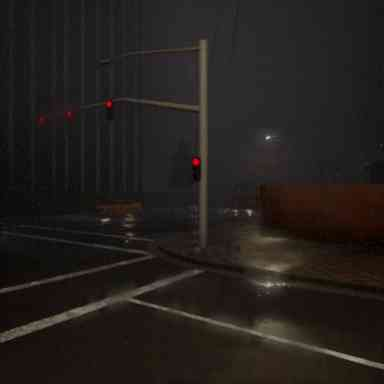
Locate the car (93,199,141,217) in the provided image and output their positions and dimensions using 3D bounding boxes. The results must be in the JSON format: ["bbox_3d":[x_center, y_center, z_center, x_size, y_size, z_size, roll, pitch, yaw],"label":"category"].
[{"bbox_3d":[-6.951,1.448,31.218,1.882,1.535,5.008,0,0,35],"label":"car"}]

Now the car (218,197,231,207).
[{"bbox_3d":[5.659,1.456,48.977,2.128,1.511,4.902,0,0,35],"label":"car"}]

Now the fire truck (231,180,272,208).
[{"bbox_3d":[9.355,0.301,48.143,2.891,3.827,8.468,0,0,35],"label":"fire truck"}]
